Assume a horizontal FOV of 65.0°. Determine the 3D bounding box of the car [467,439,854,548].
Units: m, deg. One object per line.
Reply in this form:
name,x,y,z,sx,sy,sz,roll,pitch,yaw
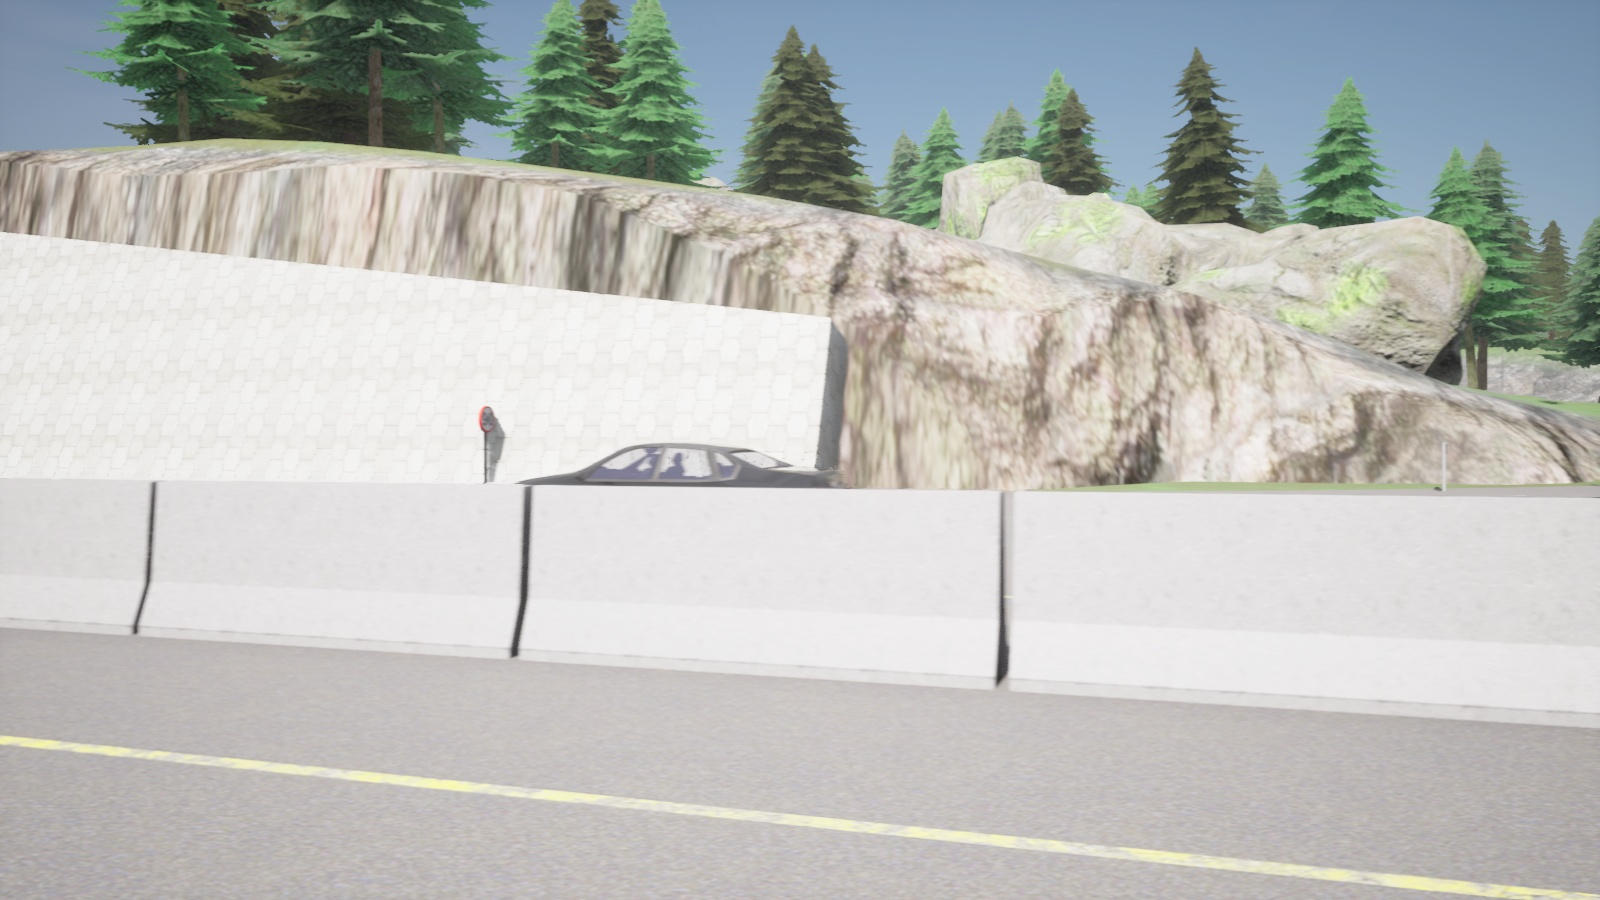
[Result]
car,-2.056,0.567,18.655,5.357,1.411,2.033,1,1,19
